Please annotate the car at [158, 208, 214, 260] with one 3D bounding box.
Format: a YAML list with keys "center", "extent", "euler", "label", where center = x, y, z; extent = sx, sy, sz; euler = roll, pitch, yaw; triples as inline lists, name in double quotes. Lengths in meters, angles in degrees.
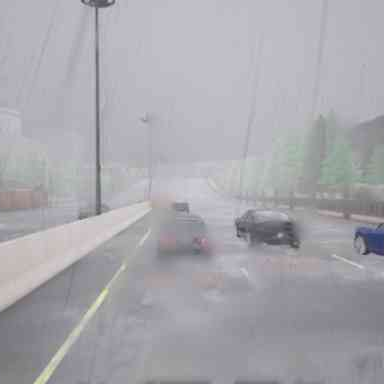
- center: [-0.288, 1.540, 12.456]
  extent: [2.033, 1.411, 5.357]
  euler: [0, 0, -3]
  label: "car"

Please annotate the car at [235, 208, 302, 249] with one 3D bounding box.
- center: [3.117, 1.440, 14.495]
  extent: [1.882, 1.535, 5.008]
  euler: [0, 0, -2]
  label: "car"

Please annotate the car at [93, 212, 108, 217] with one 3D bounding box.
- center: [-8.045, 1.609, 27.958]
  extent: [1.837, 1.490, 4.892]
  euler: [0, 0, -2]
  label: "car"

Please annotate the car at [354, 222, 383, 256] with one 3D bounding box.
- center: [6.806, 1.412, 9.929]
  extent: [1.882, 1.535, 5.008]
  euler: [0, 0, -2]
  label: "car"

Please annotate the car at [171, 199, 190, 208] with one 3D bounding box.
- center: [-1.273, 1.461, 36.063]
  extent: [1.882, 1.535, 5.008]
  euler: [0, 0, -2]
  label: "car"
